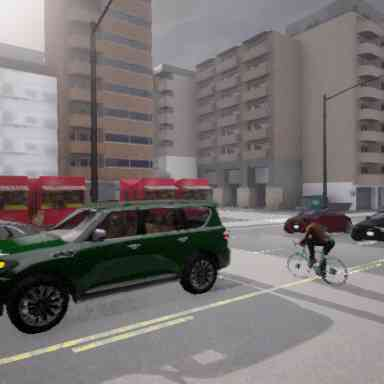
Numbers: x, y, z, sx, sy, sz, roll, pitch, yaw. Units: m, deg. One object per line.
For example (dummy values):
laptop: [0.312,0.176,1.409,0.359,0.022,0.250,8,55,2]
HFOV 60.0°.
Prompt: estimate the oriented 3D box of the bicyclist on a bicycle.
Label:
bicyclist on a bicycle: [3.033,1.446,8.237,0.582,1.620,1.656,0,-2,-37]

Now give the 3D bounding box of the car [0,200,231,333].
car: [-1.632,1.215,7.171,5.566,2.045,2.150,0,0,-37]

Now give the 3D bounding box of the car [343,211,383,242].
car: [9.085,1.579,15.146,4.181,1.385,1.994,0,0,-36]

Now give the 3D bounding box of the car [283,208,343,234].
car: [6.807,1.576,17.817,4.181,1.385,1.994,0,0,-37]

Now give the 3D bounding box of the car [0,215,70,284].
car: [-5.855,1.498,8.382,4.892,1.490,1.837,0,0,-37]
